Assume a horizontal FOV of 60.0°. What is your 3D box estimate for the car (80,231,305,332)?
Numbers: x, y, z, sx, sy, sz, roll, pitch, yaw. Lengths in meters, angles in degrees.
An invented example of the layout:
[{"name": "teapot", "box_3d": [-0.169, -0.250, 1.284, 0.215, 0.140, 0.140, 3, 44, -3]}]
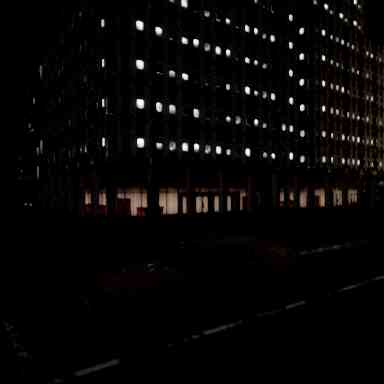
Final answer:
[{"name": "car", "box_3d": [0.284, 1.508, 6.766, 4.829, 1.417, 1.752, 0, 0, -36]}]
